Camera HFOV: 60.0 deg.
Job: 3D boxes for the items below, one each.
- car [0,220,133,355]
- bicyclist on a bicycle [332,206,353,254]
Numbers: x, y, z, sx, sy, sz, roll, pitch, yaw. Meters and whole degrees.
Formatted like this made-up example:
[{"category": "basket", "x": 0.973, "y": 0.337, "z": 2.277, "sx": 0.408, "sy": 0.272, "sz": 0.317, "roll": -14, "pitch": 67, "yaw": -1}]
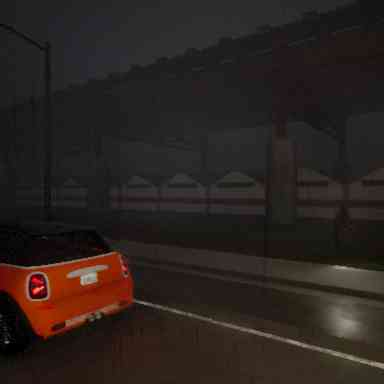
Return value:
[{"category": "car", "x": -3.303, "y": 1.351, "z": 6.322, "sx": 4.553, "sy": 1.767, "sz": 2.097, "roll": 0, "pitch": 0, "yaw": 35}, {"category": "bicyclist on a bicycle", "x": 5.271, "y": 1.302, "z": 11.720, "sx": 0.582, "sy": 1.620, "sz": 1.656, "roll": 0, "pitch": 2, "yaw": 5}]
